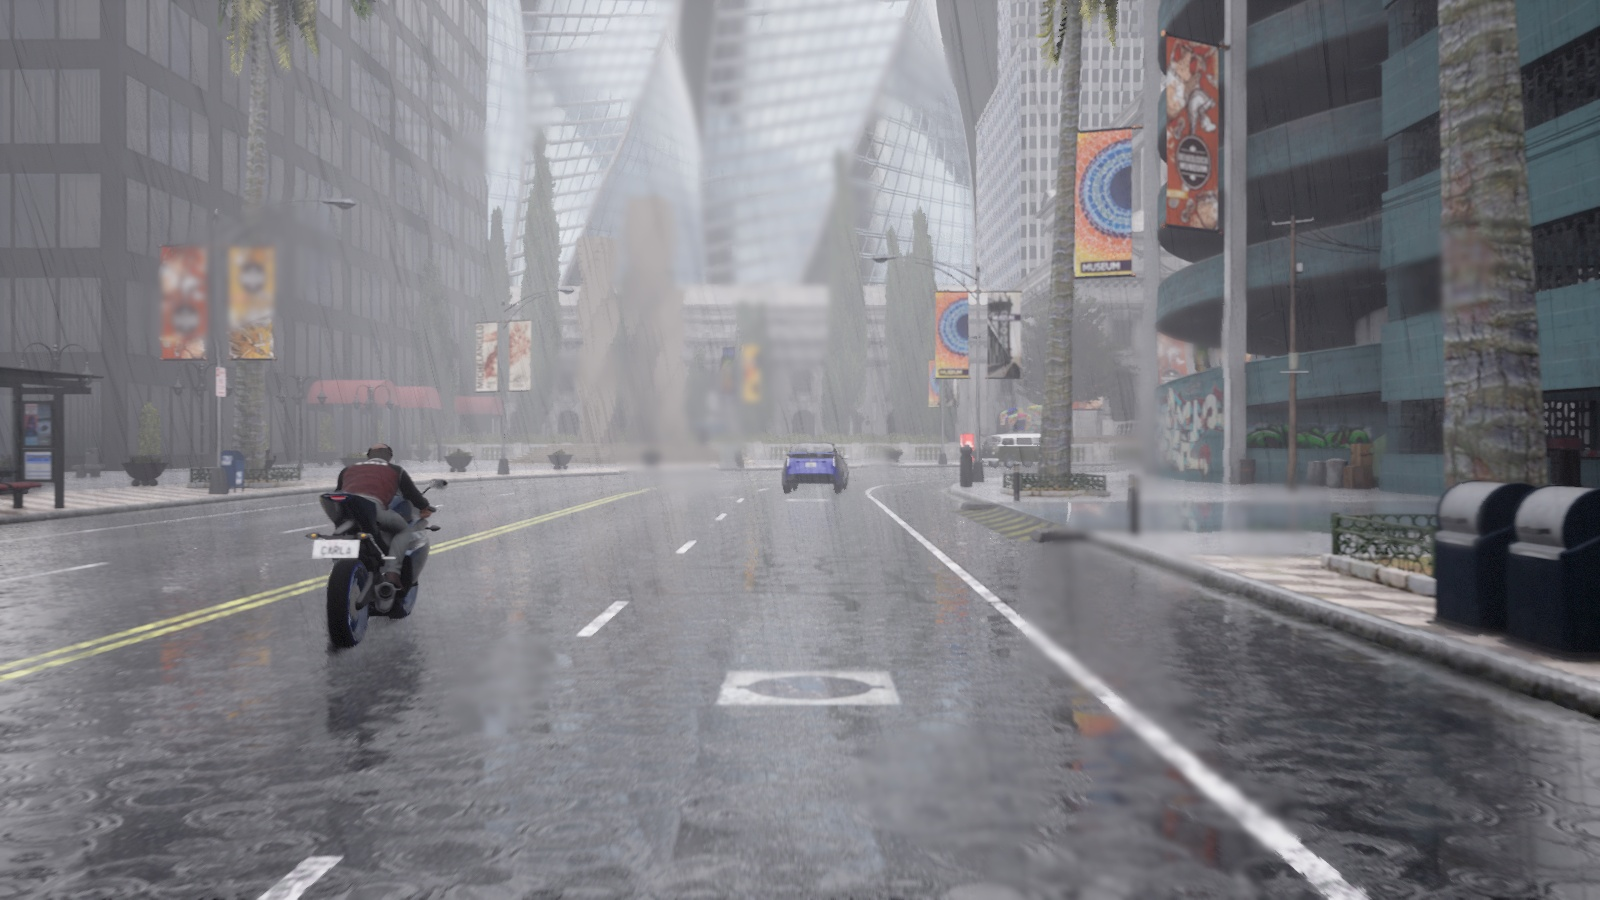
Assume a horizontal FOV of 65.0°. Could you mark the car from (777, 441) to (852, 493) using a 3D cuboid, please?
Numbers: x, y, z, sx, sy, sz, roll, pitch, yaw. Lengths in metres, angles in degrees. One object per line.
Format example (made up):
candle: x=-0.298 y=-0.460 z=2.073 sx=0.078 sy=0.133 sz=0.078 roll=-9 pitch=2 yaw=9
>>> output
car: x=0.508 y=0.476 z=38.656 sx=2.007 sy=1.525 sz=4.514 roll=0 pitch=0 yaw=5

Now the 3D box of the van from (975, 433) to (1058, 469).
van: x=12.724 y=0.064 z=73.860 sx=4.480 sy=2.038 sz=2.069 roll=0 pitch=0 yaw=-28

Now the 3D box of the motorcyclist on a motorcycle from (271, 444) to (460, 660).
motorcyclist on a motorcycle: x=-3.392 y=0.722 z=10.043 sx=0.866 sy=1.530 sz=2.191 roll=0 pitch=0 yaw=-4
